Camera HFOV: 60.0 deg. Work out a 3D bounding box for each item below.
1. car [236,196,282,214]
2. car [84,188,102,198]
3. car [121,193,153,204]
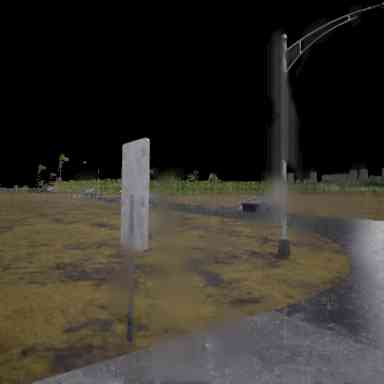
[{"bbox_3d":[5.933,1.117,29.147,1.837,1.490,4.892,1,1,-34],"label":"car"},{"bbox_3d":[-16.417,0.102,55.165,1.812,1.442,4.674,1,0,-35],"label":"car"},{"bbox_3d":[-6.870,0.346,41.383,2.150,2.045,5.566,1,0,-35],"label":"car"}]
